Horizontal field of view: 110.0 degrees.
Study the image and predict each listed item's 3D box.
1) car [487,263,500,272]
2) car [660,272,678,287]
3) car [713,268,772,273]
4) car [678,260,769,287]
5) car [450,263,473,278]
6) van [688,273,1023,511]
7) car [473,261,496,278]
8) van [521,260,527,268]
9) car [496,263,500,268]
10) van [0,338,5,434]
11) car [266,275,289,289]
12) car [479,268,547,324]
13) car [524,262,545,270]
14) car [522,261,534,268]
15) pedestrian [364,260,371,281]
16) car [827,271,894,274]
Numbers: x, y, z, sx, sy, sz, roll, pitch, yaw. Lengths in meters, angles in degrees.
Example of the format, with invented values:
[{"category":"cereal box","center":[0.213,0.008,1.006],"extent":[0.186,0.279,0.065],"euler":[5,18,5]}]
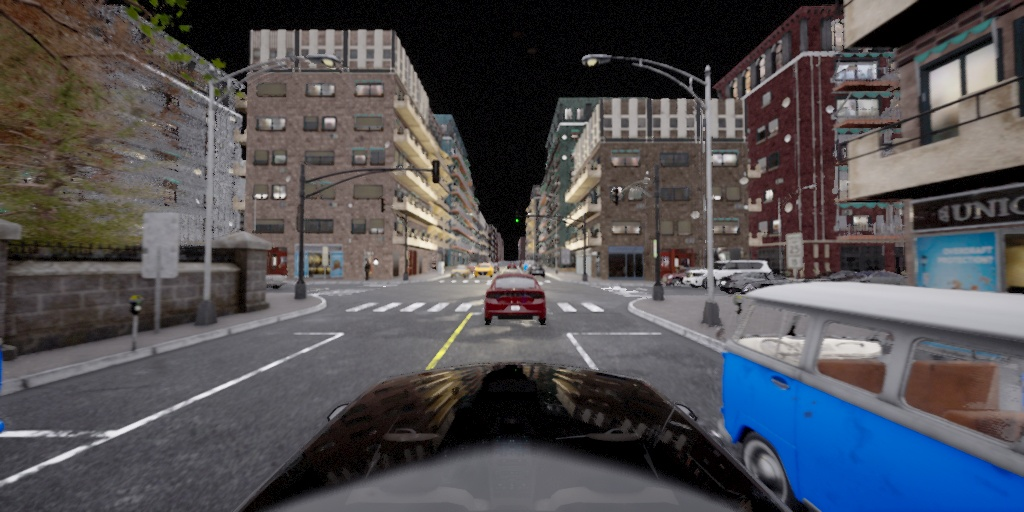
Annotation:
[{"category":"car","center":[-3.061,1.865,60.392],"extent":[1.812,1.442,4.674],"euler":[0,-1,0]},{"category":"car","center":[13.637,1.608,27.759],"extent":[4.097,1.591,1.967],"euler":[0,0,1]},{"category":"car","center":[13.534,1.502,19.383],"extent":[4.313,1.339,1.948],"euler":[0,0,1]},{"category":"car","center":[15.101,1.326,25.162],"extent":[5.566,2.045,2.150],"euler":[0,-2,2]},{"category":"car","center":[-5.689,1.655,39.424],"extent":[1.751,1.417,4.829],"euler":[0,0,0]},{"category":"van","center":[2.659,1.090,1.649],"extent":[1.690,1.789,3.998],"euler":[0,0,0]},{"category":"car","center":[-3.102,1.614,40.293],"extent":[1.882,1.535,5.008],"euler":[0,-1,0]},{"category":"van","center":[2.692,1.641,56.520],"extent":[1.690,1.789,3.998],"euler":[0,0,0]},{"category":"car","center":[-3.096,1.784,50.253],"extent":[2.033,1.411,5.357],"euler":[0,-1,0]},{"category":"van","center":[-5.656,1.091,1.651],"extent":[1.690,1.789,3.998],"euler":[0,0,0]},{"category":"car","center":[-16.670,1.446,22.319],"extent":[4.718,1.301,1.895],"euler":[0,-2,1]},{"category":"car","center":[0.099,1.336,12.517],"extent":[1.882,1.535,5.008],"euler":[0,-1,0]},{"category":"car","center":[2.692,1.695,39.594],"extent":[1.948,1.339,4.313],"euler":[0,0,0]},{"category":"car","center":[2.691,1.737,45.236],"extent":[2.007,1.370,4.403],"euler":[0,0,0]},{"category":"pedestrian","center":[-12.539,1.251,31.046],"extent":[0.375,1.860,0.375],"euler":[0,-2,1]},{"category":"car","center":[25.110,1.724,25.042],"extent":[4.181,1.385,1.994],"euler":[0,-2,2]}]
